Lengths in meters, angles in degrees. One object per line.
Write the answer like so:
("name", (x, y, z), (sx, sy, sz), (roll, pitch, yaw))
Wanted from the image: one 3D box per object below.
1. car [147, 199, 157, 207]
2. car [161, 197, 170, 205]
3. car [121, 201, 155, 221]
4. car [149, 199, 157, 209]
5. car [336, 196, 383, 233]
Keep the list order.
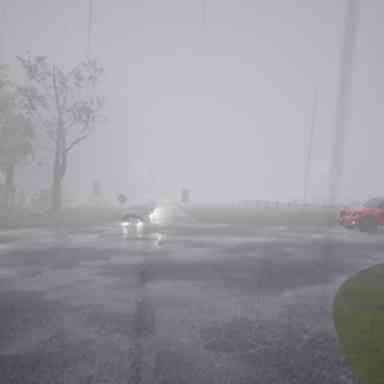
("car", (-8.000, 2.182, 67.375), (1.837, 1.490, 4.892), (0, -1, -5))
("car", (-6.283, 2.149, 78.681), (2.097, 1.767, 4.553), (0, -1, -5))
("car", (-5.036, 1.860, 30.645), (2.033, 1.411, 5.357), (0, -1, 2))
("car", (-5.805, 1.959, 42.623), (1.812, 1.442, 4.674), (0, 0, -5))
("car", (11.400, 1.241, 19.404), (5.566, 2.045, 2.150), (-1, 0, -2))
